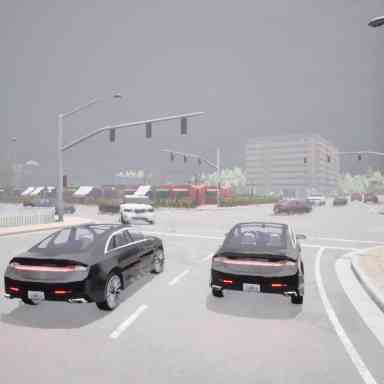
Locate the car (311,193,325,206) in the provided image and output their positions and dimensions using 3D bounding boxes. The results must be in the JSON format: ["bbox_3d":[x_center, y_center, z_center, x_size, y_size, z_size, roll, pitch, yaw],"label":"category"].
[{"bbox_3d":[21.106,1.221,56.454,2.150,2.045,5.566,0,0,31],"label":"car"}]

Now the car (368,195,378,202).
[{"bbox_3d":[42.163,1.524,77.348,1.812,1.442,4.674,0,0,31],"label":"car"}]

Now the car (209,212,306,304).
[{"bbox_3d":[1.746,1.492,8.255,2.128,1.511,4.902,0,0,16],"label":"car"}]

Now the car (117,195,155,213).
[{"bbox_3d":[-4.080,1.258,24.482,2.150,2.045,5.566,2,-1,-15],"label":"car"}]

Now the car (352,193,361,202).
[{"bbox_3d":[39.253,1.225,79.298,2.150,2.045,5.566,0,0,31],"label":"car"}]

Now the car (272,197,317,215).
[{"bbox_3d":[10.136,1.570,33.579,4.674,1.442,1.812,0,1,-34],"label":"car"}]

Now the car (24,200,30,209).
[{"bbox_3d":[-18.692,1.533,41.174,5.008,1.535,1.882,0,0,32],"label":"car"}]

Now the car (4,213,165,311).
[{"bbox_3d":[-2.071,1.492,7.862,2.128,1.511,4.902,0,0,12],"label":"car"}]

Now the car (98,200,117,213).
[{"bbox_3d":[-7.403,1.533,34.185,5.008,1.535,1.882,0,0,31],"label":"car"}]

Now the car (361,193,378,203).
[{"bbox_3d":[36.645,1.225,68.314,2.150,2.045,5.566,0,0,31],"label":"car"}]

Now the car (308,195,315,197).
[{"bbox_3d":[15.485,1.547,47.290,2.033,1.411,5.357,0,0,31],"label":"car"}]

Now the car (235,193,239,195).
[{"bbox_3d":[11.184,1.209,88.562,4.605,1.855,1.932,0,0,32],"label":"car"}]

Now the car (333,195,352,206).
[{"bbox_3d":[24.878,1.491,55.578,2.128,1.511,4.902,0,0,31],"label":"car"}]

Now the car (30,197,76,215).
[{"bbox_3d":[-14.067,1.407,34.177,4.553,1.767,2.097,0,0,32],"label":"car"}]
